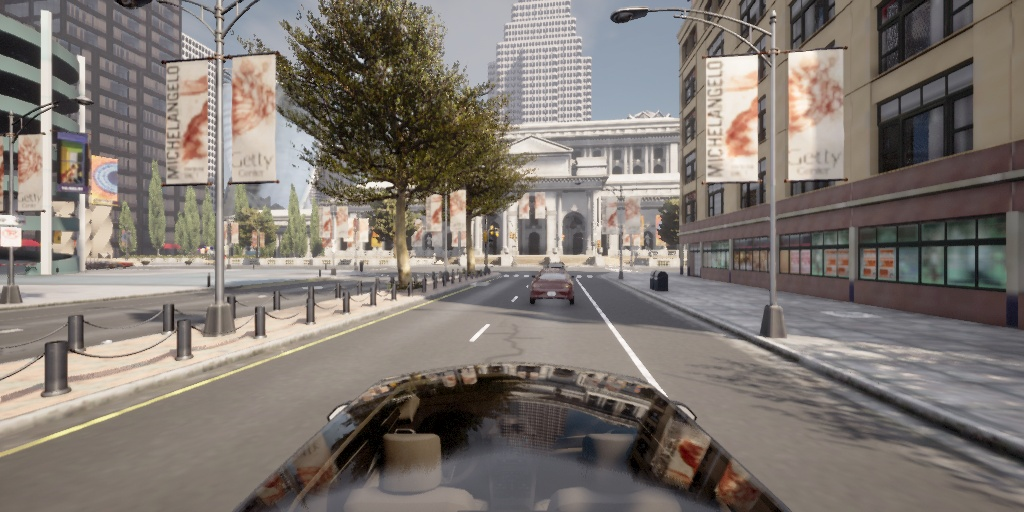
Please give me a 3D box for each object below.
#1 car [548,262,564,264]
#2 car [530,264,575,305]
[{"bbox_3d":[3.777,1.265,30.891,1.837,1.490,4.892,0,0,8],"label":"car"},{"bbox_3d":[1.816,1.282,16.019,1.812,1.442,4.674,0,0,8],"label":"car"}]
